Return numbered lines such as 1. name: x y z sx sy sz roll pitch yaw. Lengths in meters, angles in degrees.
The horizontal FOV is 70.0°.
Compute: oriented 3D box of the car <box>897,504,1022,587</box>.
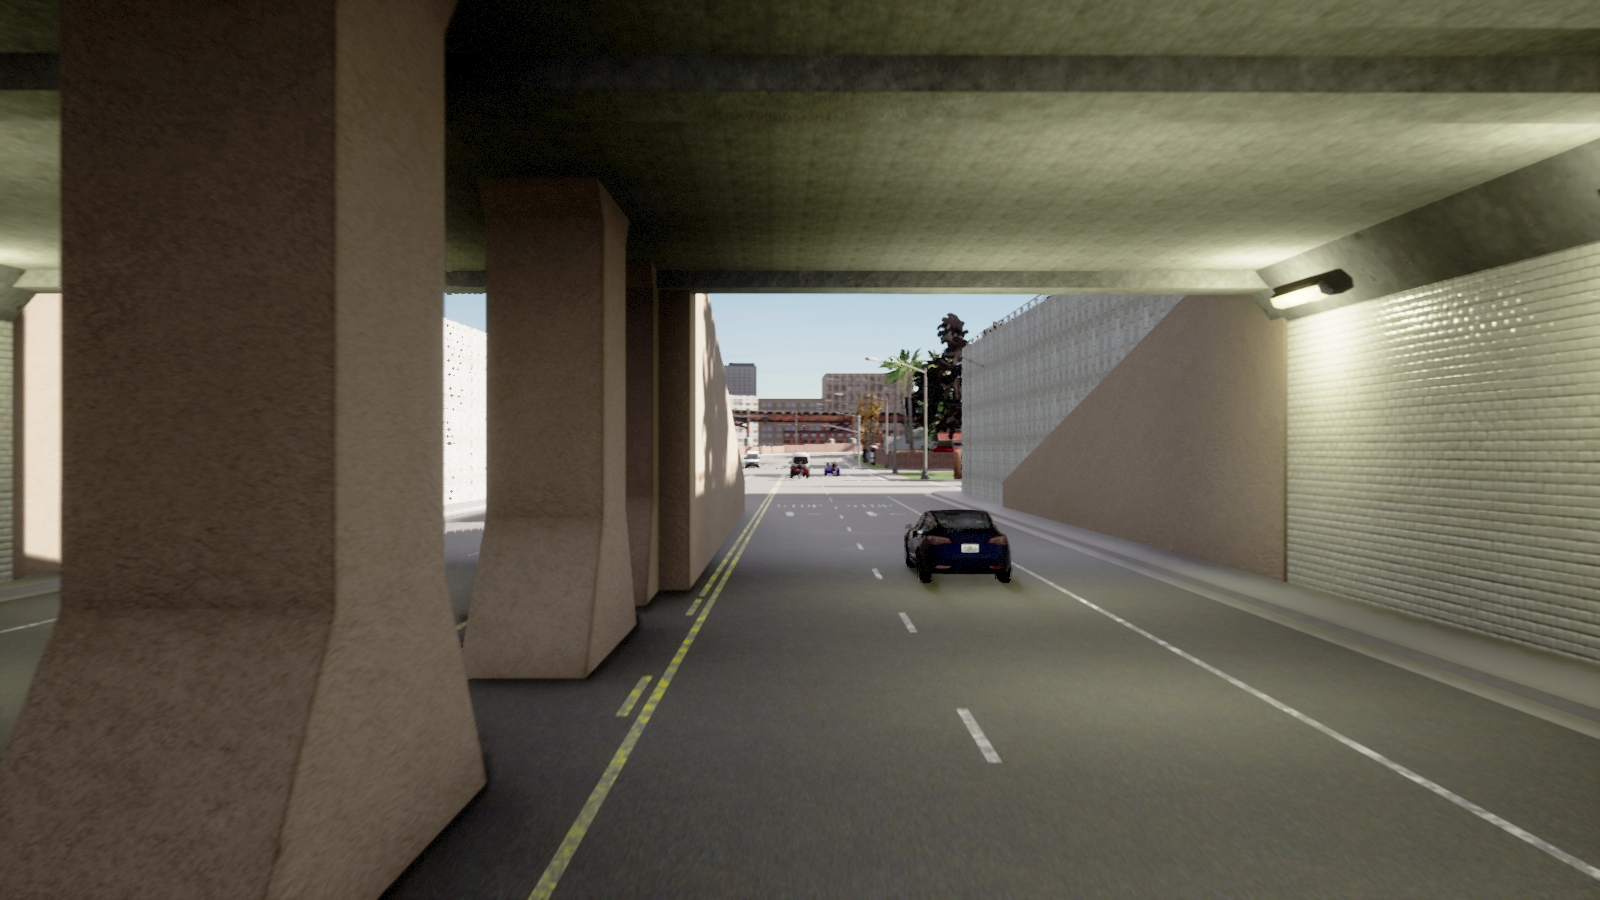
1. car: 3.461 2.063 25.751 2.163 1.488 4.792 0 0 0
